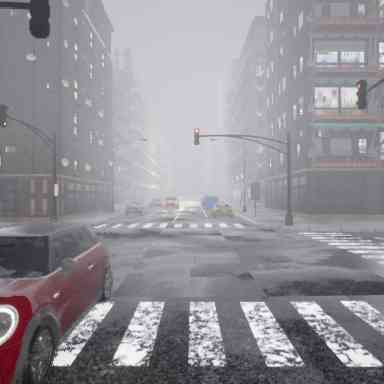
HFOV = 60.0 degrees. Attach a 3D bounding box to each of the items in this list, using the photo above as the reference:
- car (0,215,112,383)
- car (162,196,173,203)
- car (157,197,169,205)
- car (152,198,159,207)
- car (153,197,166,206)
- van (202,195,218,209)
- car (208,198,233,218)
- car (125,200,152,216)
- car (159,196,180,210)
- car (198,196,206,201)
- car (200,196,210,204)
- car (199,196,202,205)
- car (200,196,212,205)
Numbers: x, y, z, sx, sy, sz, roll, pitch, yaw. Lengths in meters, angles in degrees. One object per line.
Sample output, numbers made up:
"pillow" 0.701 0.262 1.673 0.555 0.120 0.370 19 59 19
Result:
"car" -2.749 1.352 5.233 2.097 1.767 4.553 0 0 0
"car" -5.308 1.612 72.270 2.008 1.369 4.403 1 0 0
"car" -5.308 1.627 60.954 1.802 1.307 4.206 1 0 0
"car" -5.307 1.613 49.638 1.802 1.307 4.206 1 0 0
"car" -5.307 1.563 55.126 1.752 1.417 4.829 1 0 0
"van" 2.608 1.366 44.044 1.690 1.788 3.998 1 0 0
"car" 2.704 1.537 30.210 1.752 1.417 4.829 1 0 0
"car" -5.436 1.565 32.665 2.008 1.369 4.403 1 0 0
"car" -2.750 1.370 44.146 2.097 1.767 4.553 0 0 0
"car" 2.572 1.627 83.634 1.887 1.381 4.507 1 0 0
"car" 2.573 1.604 66.666 2.008 1.369 4.403 1 0 0
"car" 2.576 1.346 49.697 2.192 1.841 5.009 1 0 0
"car" 2.574 1.485 61.009 1.967 1.590 4.097 1 0 0
